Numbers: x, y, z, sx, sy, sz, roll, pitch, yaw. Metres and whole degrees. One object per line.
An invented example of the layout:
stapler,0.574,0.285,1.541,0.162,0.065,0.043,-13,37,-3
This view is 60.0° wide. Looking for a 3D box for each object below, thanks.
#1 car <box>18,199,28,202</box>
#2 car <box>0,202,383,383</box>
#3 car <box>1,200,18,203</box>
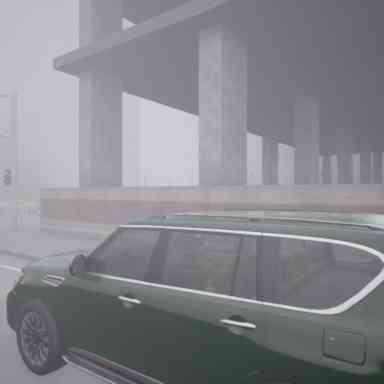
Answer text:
car,-14.293,1.538,33.442,2.128,1.511,4.902,0,0,36
car,0.098,1.221,3.915,5.566,2.045,2.150,0,0,36
car,-18.343,1.523,33.797,1.882,1.535,5.008,0,0,36
